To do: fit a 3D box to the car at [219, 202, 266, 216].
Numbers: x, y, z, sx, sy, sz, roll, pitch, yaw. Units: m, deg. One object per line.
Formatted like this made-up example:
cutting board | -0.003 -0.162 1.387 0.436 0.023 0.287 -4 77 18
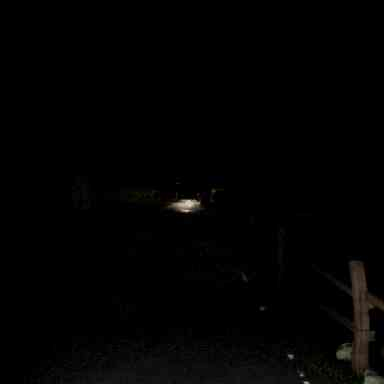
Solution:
car | 5.031 1.694 33.872 4.718 1.301 1.895 0 1 0
